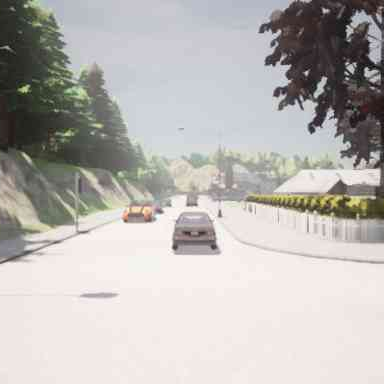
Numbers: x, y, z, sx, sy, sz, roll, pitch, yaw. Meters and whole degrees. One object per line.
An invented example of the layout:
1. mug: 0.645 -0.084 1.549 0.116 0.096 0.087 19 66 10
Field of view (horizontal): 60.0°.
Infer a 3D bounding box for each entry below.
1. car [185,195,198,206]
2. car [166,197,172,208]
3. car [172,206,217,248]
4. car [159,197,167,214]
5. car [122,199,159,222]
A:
1. car: -0.027 1.663 52.864 1.994 1.385 4.181 0 0 0
2. car: -4.071 1.588 51.332 2.128 1.511 4.902 0 0 0
3. car: 0.091 1.576 14.804 2.033 1.411 5.357 0 0 0
4. car: -4.099 1.594 36.323 1.812 1.442 4.674 0 0 0
5. car: -4.103 1.402 26.404 2.097 1.767 4.553 0 0 0
